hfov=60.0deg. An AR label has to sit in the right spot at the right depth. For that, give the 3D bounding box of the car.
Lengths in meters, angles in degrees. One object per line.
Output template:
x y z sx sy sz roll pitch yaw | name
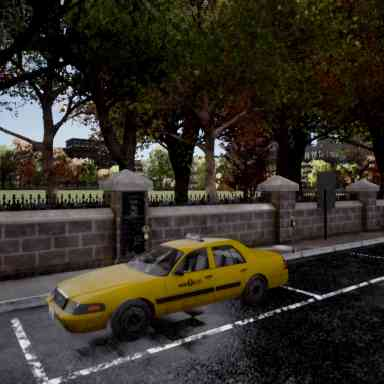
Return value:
-0.172 1.525 6.448 4.829 1.417 1.752 0 0 -36 | car
